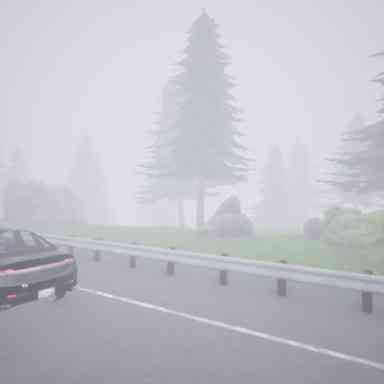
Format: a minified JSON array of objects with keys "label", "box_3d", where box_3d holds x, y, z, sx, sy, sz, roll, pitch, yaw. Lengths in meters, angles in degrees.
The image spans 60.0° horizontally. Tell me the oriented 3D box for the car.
[{"label":"car","box_3d":[-4.481,1.519,7.059,4.902,1.511,2.128,0,0,35]}]
